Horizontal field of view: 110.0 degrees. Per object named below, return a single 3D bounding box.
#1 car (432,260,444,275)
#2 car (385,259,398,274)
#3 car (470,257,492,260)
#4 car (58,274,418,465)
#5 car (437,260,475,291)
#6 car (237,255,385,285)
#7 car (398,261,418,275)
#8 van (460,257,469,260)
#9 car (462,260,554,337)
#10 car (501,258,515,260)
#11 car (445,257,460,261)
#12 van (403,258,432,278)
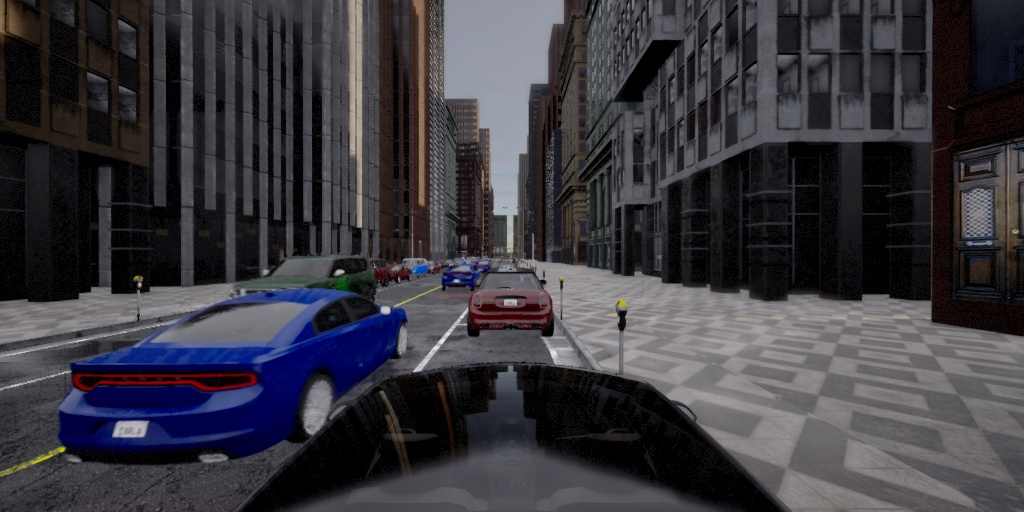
[{"bbox_3d":[-8.908,1.189,38.467,1.967,1.591,4.097,0,0,0],"label":"car"},{"bbox_3d":[-8.908,1.064,21.556,2.192,1.841,5.009,0,0,0],"label":"car"},{"bbox_3d":[-3.146,1.226,39.312,1.882,1.535,5.008,0,0,0],"label":"car"},{"bbox_3d":[-3.045,1.227,5.337,1.882,1.535,5.008,0,0,0],"label":"car"},{"bbox_3d":[-3.046,1.227,22.185,1.882,1.535,5.008,0,0,0],"label":"car"},{"bbox_3d":[-6.246,0.971,11.525,2.150,2.045,5.566,0,0,0],"label":"car"},{"bbox_3d":[-8.908,1.294,27.194,1.888,1.381,4.507,0,0,0],"label":"car"},{"bbox_3d":[-8.908,1.090,61.014,1.690,1.789,3.998,0,0,0],"label":"van"},{"bbox_3d":[-0.032,1.102,10.470,2.097,1.767,4.553,0,0,0],"label":"car"},{"bbox_3d":[-0.383,1.189,27.203,1.967,1.591,4.097,0,0,0],"label":"car"},{"bbox_3d":[-8.908,1.189,49.741,1.967,1.591,4.097,0,0,0],"label":"car"},{"bbox_3d":[-8.908,1.090,32.830,1.690,1.789,3.998,0,0,0],"label":"van"}]
